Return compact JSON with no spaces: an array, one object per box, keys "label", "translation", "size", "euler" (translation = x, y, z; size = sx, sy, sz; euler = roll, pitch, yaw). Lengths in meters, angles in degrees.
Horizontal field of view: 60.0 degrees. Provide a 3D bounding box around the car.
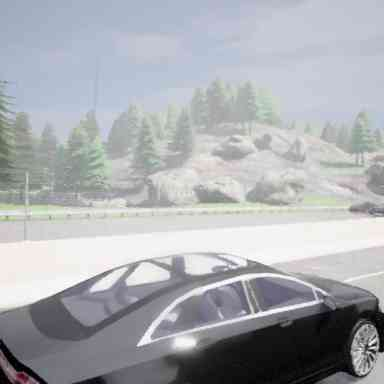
[{"label":"car","translation":[0.394,1.506,3.963],"size":[4.902,1.511,2.128],"euler":[1,0,-34]}]
